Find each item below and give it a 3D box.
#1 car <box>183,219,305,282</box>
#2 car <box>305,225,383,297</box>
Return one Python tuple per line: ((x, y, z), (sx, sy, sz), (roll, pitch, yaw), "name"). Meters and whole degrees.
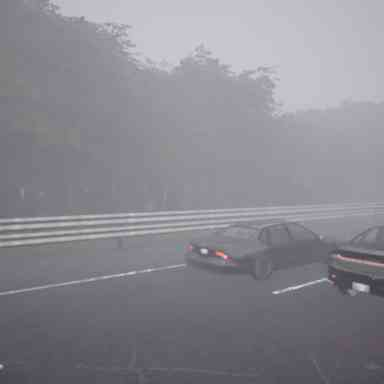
((2.350, 1.518, 9.729), (5.357, 1.411, 2.033), (0, 0, -35), "car")
((4.955, 1.460, 7.286), (4.902, 1.511, 2.128), (0, 0, -36), "car")
